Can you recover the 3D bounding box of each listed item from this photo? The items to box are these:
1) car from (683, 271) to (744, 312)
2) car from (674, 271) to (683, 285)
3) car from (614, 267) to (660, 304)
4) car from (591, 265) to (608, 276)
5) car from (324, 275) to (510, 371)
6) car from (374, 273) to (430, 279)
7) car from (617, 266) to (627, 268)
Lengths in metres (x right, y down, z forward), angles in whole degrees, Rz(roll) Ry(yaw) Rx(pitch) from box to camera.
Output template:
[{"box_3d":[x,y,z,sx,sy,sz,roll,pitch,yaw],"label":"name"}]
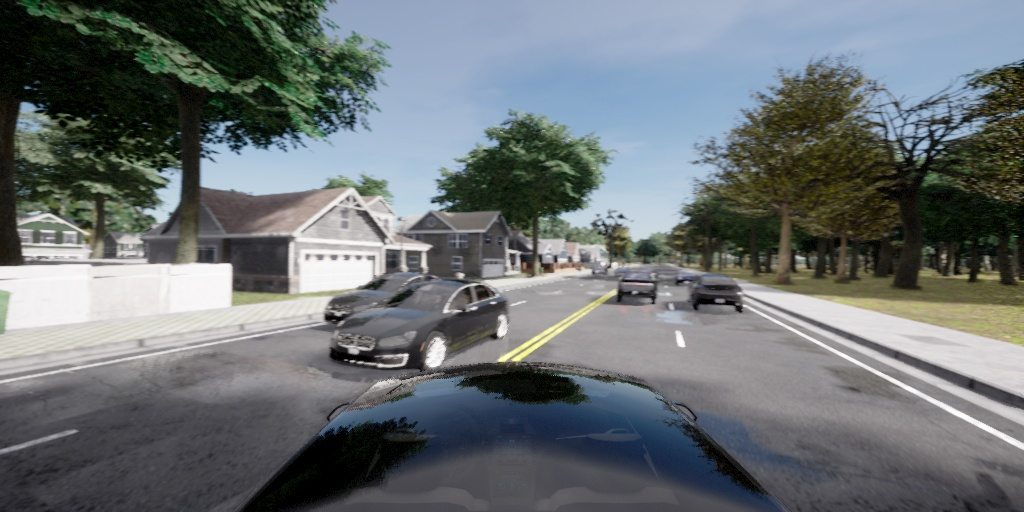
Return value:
[{"box_3d":[9.134,1.573,16.373,1.837,1.490,4.892,1,-1,22],"label":"car"},{"box_3d":[15.681,1.960,32.285,1.895,1.301,4.718,1,-1,22],"label":"car"},{"box_3d":[6.638,1.549,18.853,2.128,1.511,4.902,1,-1,22],"label":"car"},{"box_3d":[12.321,2.005,50.218,2.128,1.511,4.902,1,-1,23],"label":"car"},{"box_3d":[-1.589,1.303,7.937,1.837,1.490,4.892,1,-1,22],"label":"car"},{"box_3d":[-3.604,1.314,11.579,1.837,1.490,4.892,1,-1,22],"label":"car"},{"box_3d":[14.688,2.066,47.447,2.033,1.411,5.357,1,-1,22],"label":"car"}]
